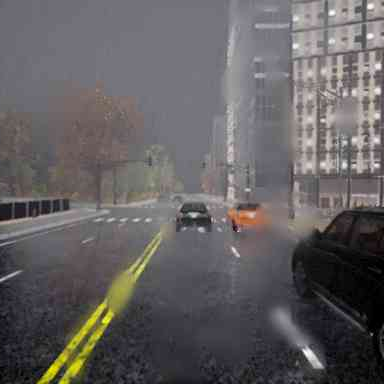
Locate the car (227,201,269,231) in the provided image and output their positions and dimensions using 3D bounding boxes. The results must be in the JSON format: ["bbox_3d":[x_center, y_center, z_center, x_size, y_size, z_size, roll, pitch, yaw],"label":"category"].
[{"bbox_3d":[3.372,1.363,20.772,2.097,1.767,4.553,0,0,1],"label":"car"}]

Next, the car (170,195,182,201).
[{"bbox_3d":[-3.235,1.610,72.315,1.812,1.442,4.674,0,0,0],"label":"car"}]

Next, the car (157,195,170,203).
[{"bbox_3d":[-6.485,1.441,72.346,2.097,1.767,4.553,0,0,0],"label":"car"}]

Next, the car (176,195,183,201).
[{"bbox_3d":[-3.232,1.605,87.905,1.837,1.490,4.892,0,0,0],"label":"car"}]

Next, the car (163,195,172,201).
[{"bbox_3d":[-6.482,1.644,87.906,2.033,1.411,5.357,0,0,0],"label":"car"}]

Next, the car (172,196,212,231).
[{"bbox_3d":[0.101,1.363,20.763,2.097,1.767,4.553,0,0,0],"label":"car"}]

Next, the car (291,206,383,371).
[{"bbox_3d":[3.352,1.224,5.299,2.150,2.045,5.566,0,0,0],"label":"car"}]
